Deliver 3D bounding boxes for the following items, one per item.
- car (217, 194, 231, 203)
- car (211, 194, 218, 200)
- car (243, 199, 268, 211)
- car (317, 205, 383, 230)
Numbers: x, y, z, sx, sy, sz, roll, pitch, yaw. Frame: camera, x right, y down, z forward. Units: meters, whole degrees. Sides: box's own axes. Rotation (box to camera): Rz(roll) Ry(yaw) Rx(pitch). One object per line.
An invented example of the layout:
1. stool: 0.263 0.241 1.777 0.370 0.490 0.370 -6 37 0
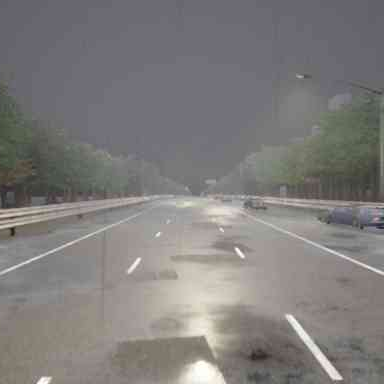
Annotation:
1. car: 6.997 1.427 68.574 2.033 1.411 5.357 0 0 0
2. car: 7.070 1.304 91.528 2.097 1.767 4.553 0 0 0
3. car: 7.345 1.482 39.000 2.033 1.411 5.357 0 0 -4
4. car: 10.222 1.534 21.012 2.033 1.411 5.357 0 0 -14
